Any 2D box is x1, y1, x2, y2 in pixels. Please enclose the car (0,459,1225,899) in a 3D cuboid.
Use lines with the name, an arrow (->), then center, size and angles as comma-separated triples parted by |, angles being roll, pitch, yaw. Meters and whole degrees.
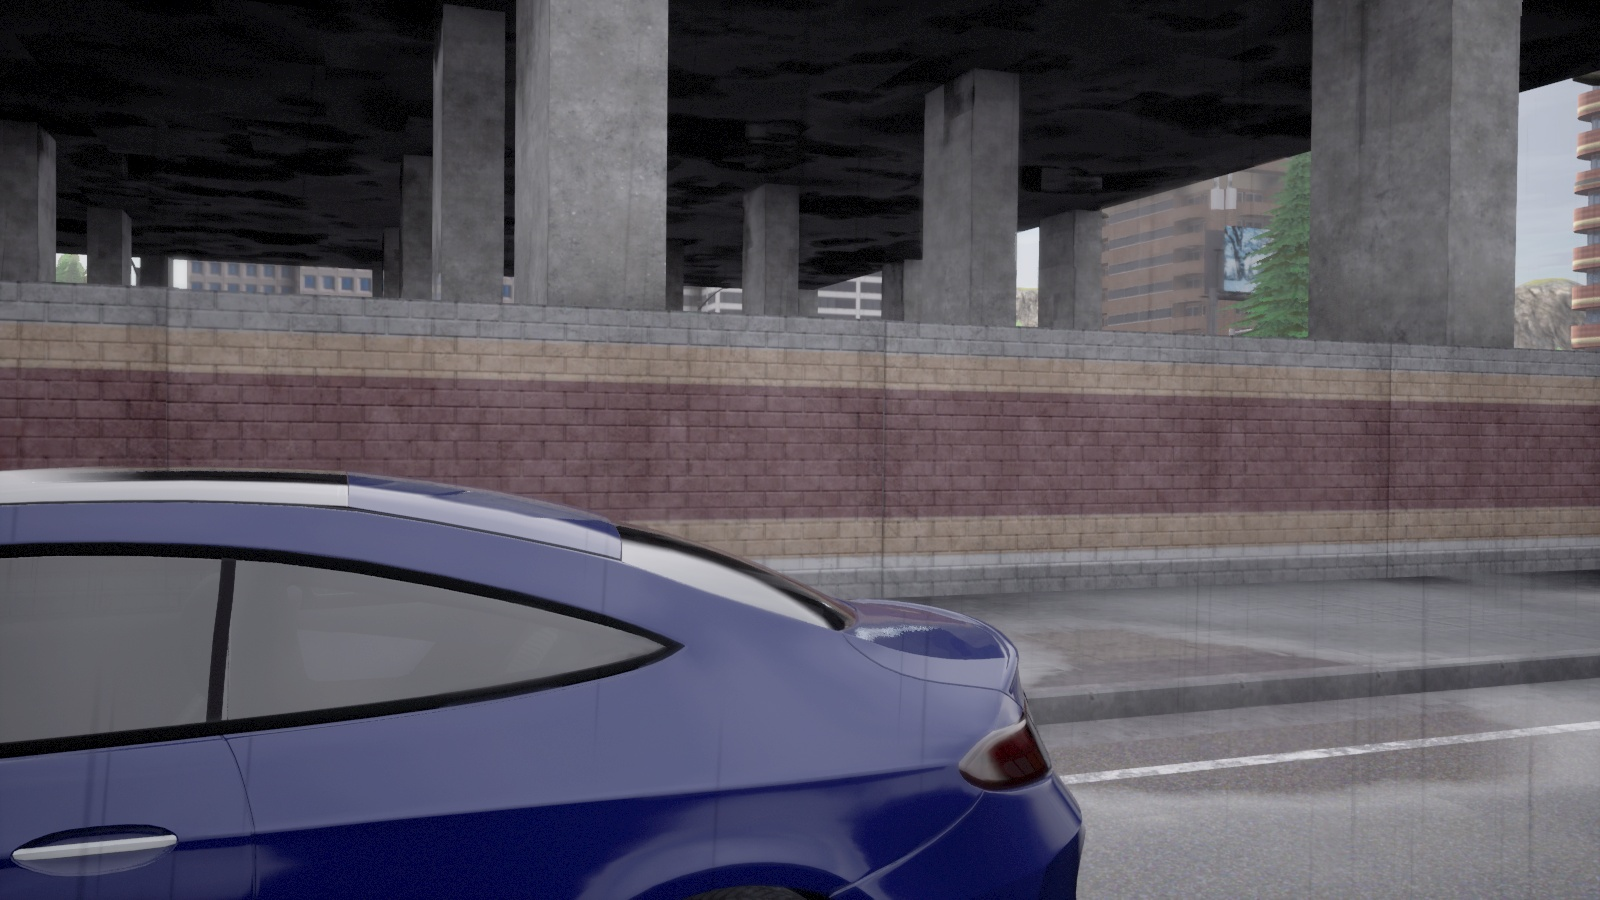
car -> -1.621, 0.799, 2.622 | 4.674, 1.442, 1.812 | -1, 1, -21
